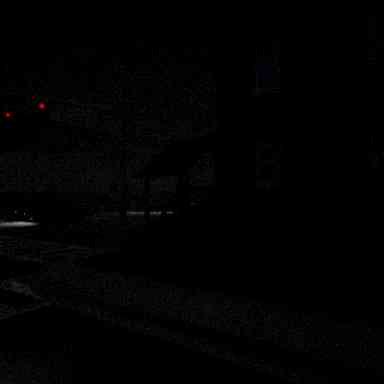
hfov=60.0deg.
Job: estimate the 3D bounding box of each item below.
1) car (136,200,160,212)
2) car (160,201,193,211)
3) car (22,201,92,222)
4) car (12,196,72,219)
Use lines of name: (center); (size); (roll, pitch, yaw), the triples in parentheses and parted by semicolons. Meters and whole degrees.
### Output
car: (-5.192, 1.754, 43.372); (1.812, 1.442, 4.674); (-1, 0, 36)
car: (-1.627, 1.765, 42.337); (1.994, 1.385, 4.181); (-1, 0, 36)
car: (-11.311, 1.749, 28.785); (2.033, 1.411, 5.357); (-1, 0, 36)
car: (-13.795, 1.450, 31.342); (2.150, 2.045, 5.566); (-1, 0, 36)
